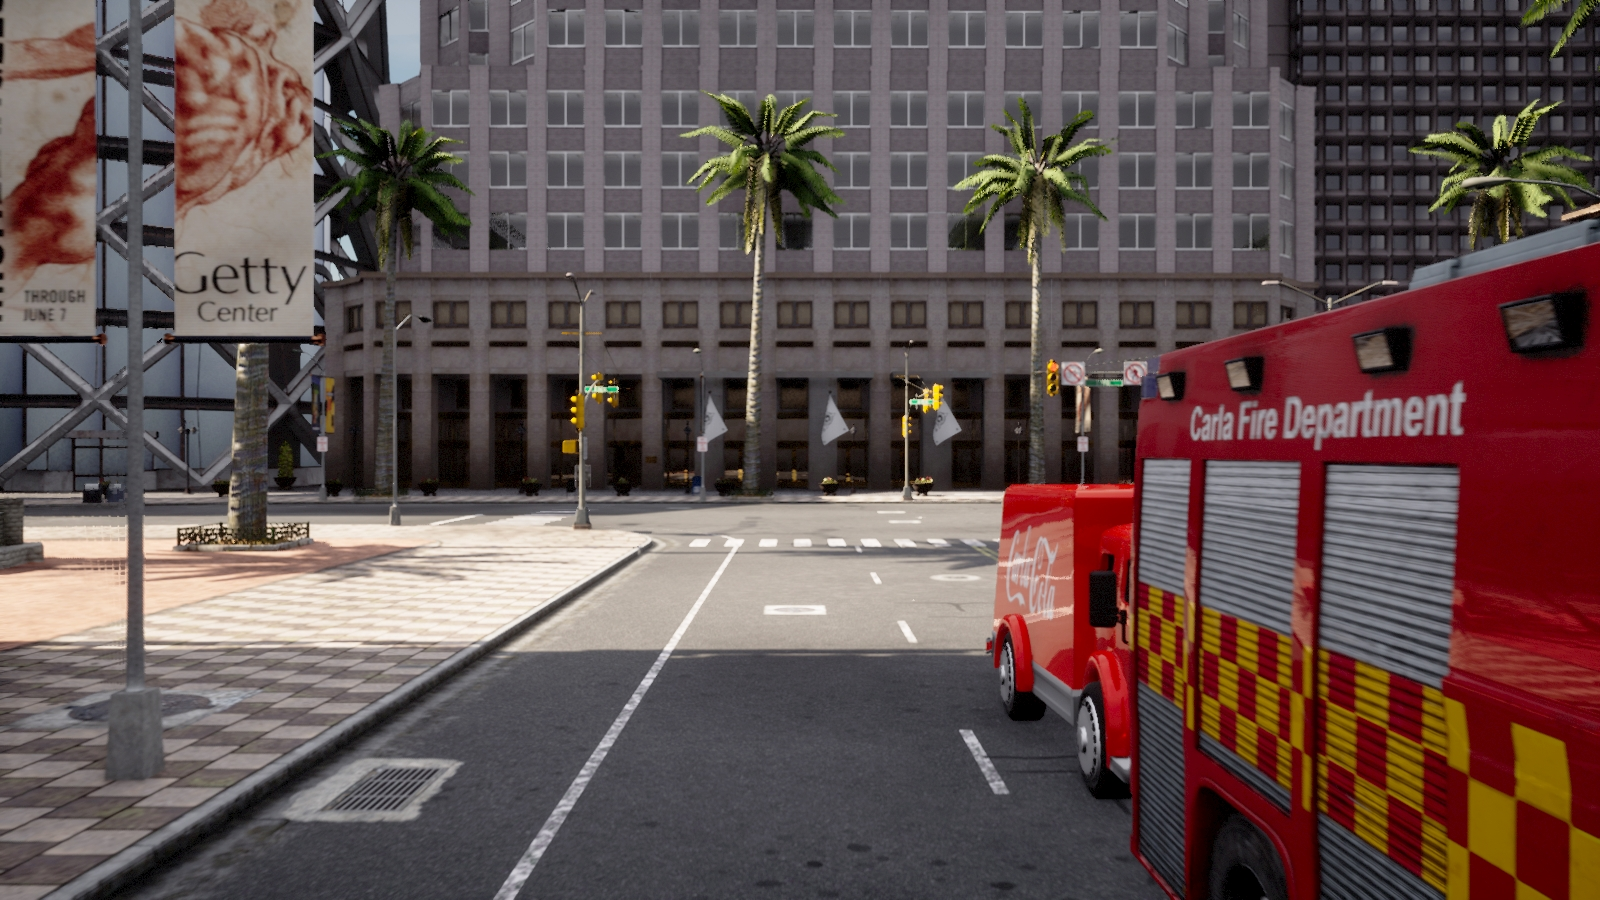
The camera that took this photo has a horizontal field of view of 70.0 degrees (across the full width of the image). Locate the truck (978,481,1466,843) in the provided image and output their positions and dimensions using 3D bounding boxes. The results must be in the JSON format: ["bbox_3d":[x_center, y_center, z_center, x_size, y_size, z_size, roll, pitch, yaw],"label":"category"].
[{"bbox_3d":[3.400,1.575,10.710,2.627,2.467,5.204,0,-1,0],"label":"truck"}]
